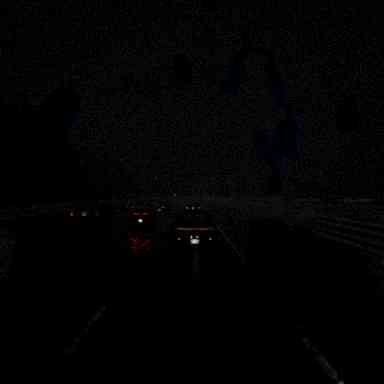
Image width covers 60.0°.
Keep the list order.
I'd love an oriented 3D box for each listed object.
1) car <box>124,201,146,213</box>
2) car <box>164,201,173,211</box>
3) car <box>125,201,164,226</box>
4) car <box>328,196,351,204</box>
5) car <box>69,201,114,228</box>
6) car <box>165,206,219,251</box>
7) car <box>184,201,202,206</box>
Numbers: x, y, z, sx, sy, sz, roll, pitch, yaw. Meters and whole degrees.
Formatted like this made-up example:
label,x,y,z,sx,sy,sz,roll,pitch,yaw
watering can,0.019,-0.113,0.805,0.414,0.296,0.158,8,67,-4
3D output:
label,x,y,z,sx,sy,sz,roll,pitch,yaw
car,-6.891,1.784,40.818,1.994,1.385,4.181,0,0,0
car,-3.390,1.786,41.215,1.994,1.385,4.181,0,0,0
car,-3.397,1.631,24.352,1.837,1.490,4.892,0,0,0
car,36.396,1.965,81.939,2.150,2.045,5.566,0,0,-34
car,-6.892,1.473,23.327,2.097,1.767,4.553,0,0,-1
car,0.102,1.563,14.341,2.128,1.511,4.902,0,0,0
car,0.109,1.745,36.947,2.033,1.411,5.357,0,0,0
